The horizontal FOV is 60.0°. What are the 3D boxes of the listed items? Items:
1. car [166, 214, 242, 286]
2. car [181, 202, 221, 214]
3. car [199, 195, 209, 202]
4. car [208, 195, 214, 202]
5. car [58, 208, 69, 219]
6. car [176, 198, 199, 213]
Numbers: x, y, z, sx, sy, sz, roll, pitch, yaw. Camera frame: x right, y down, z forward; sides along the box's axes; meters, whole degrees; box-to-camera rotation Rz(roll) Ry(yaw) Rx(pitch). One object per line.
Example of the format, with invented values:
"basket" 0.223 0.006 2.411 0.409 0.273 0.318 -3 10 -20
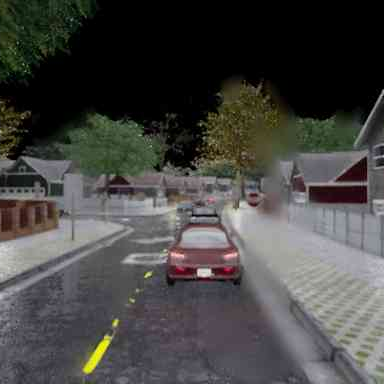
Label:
"car" 0.323 1.583 9.459 1.812 1.442 4.674 0 0 1
"car" 0.716 1.610 19.792 2.128 1.511 4.902 0 0 2
"car" 1.095 1.719 54.085 2.033 1.411 5.357 0 0 8
"car" 3.422 1.500 68.687 2.097 1.767 4.553 0 0 9
"car" -12.397 1.512 26.527 4.718 1.301 1.895 1 -1 4
"car" -0.646 1.692 39.746 1.837 1.490 4.892 0 0 7
